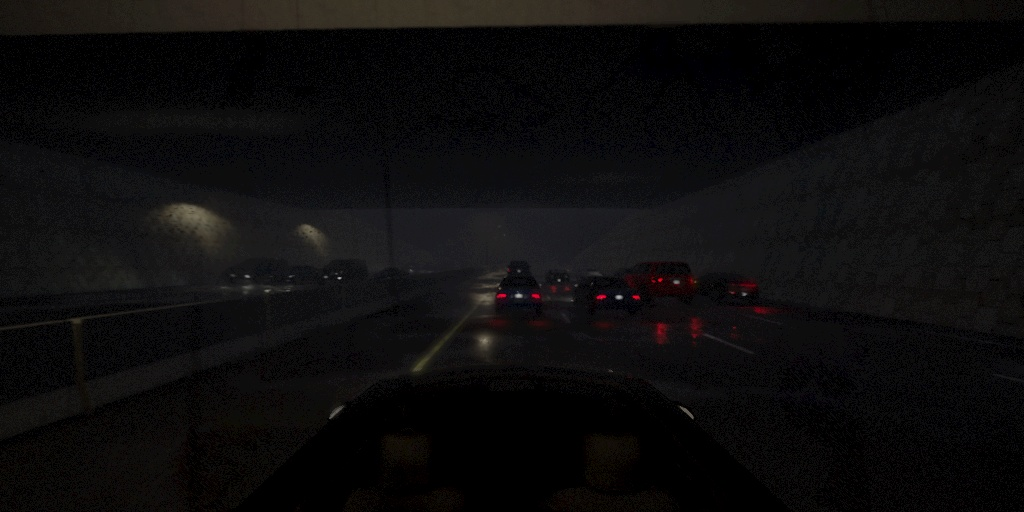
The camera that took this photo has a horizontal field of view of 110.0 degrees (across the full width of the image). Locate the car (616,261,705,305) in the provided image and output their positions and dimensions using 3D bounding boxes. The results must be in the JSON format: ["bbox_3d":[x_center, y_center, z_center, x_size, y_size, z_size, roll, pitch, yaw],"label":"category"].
[{"bbox_3d":[7.367,1.296,18.594,2.150,2.045,5.566,1,-1,1],"label":"car"}]

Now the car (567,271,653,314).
[{"bbox_3d":[3.791,1.533,15.014,2.033,1.411,5.357,1,-1,1],"label":"car"}]

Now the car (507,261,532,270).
[{"bbox_3d":[0.672,1.458,34.125,2.150,2.045,5.566,1,-1,1],"label":"car"}]

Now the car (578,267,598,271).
[{"bbox_3d":[7.695,1.861,35.965,1.812,1.442,4.674,1,-1,1],"label":"car"}]

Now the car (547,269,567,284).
[{"bbox_3d":[4.154,1.863,33.426,1.895,1.301,4.718,1,-1,1],"label":"car"}]

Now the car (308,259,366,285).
[{"bbox_3d":[-13.628,1.242,29.124,2.150,2.045,5.566,1,-1,1],"label":"car"}]

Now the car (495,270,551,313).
[{"bbox_3d":[0.293,1.499,15.135,2.033,1.411,5.357,1,-1,1],"label":"car"}]

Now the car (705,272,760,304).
[{"bbox_3d":[10.872,1.609,19.062,2.128,1.511,4.902,1,-1,1],"label":"car"}]

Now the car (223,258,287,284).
[{"bbox_3d":[-20.623,1.176,29.370,2.150,2.045,5.566,1,-1,1],"label":"car"}]

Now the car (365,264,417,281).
[{"bbox_3d":[-10.106,1.620,30.388,2.033,1.411,5.357,1,-1,1],"label":"car"}]

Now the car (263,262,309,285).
[{"bbox_3d":[-17.136,1.456,28.818,1.882,1.535,5.008,1,-1,1],"label":"car"}]
